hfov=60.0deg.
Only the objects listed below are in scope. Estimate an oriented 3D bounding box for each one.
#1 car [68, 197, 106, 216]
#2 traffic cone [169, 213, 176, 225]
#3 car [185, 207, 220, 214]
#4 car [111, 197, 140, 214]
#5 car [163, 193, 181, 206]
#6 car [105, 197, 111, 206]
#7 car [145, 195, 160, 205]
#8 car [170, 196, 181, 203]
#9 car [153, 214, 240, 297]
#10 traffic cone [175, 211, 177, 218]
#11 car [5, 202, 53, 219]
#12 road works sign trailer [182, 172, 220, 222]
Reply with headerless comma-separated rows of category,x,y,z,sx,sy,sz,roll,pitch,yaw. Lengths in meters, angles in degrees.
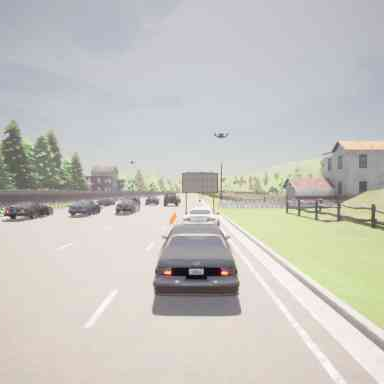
car,-10.359,1.545,32.542,2.033,1.411,5.357,0,0,0
traffic cone,-1.459,1.954,23.127,0.340,0.580,0.340,0,0,0
car,0.545,1.537,18.429,1.812,1.442,4.674,0,-1,6
car,-6.855,1.545,35.868,2.033,1.411,5.357,0,0,0
car,-3.334,1.219,53.307,2.150,2.045,5.566,0,0,0
car,-13.834,1.562,53.471,1.994,1.385,4.181,0,0,0
car,-6.826,1.353,57.958,2.097,1.767,4.553,0,0,0
car,-3.315,1.560,68.522,1.994,1.385,4.181,0,0,0
car,0.108,1.547,8.770,2.033,1.411,5.357,0,0,1
traffic cone,-1.456,1.954,25.127,0.340,0.580,0.340,0,0,0
car,-13.866,1.545,28.617,2.033,1.411,5.357,0,0,0
road works sign trailer,0.514,0.463,22.043,2.380,3.560,2.880,0,0,-4
